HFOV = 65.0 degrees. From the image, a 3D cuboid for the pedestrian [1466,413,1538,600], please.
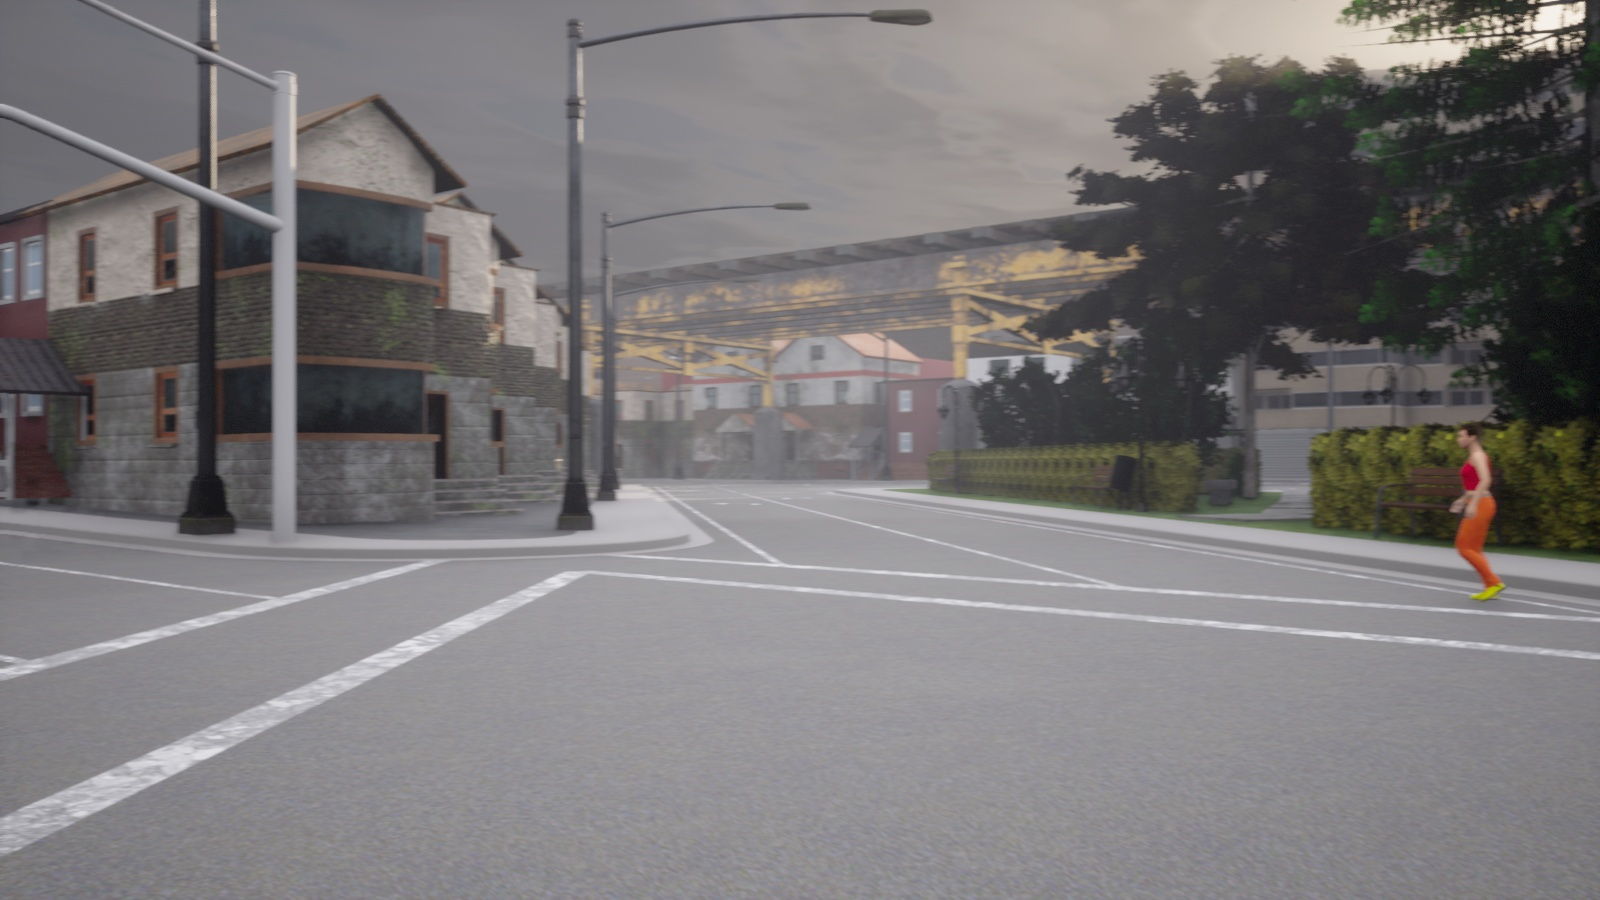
[{"bbox_3d":[7.033,0.557,12.583,0.594,1.836,0.345,-1,-1,33],"label":"pedestrian"}]
